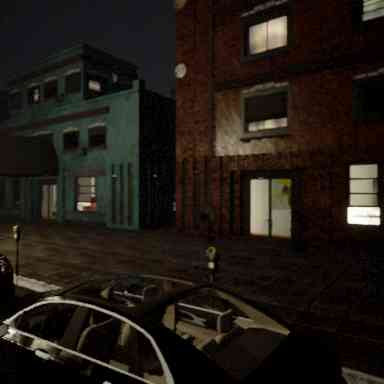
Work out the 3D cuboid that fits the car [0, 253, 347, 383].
[{"bbox_3d":[-0.782,1.552,3.430,4.403,1.369,2.008,0,0,36],"label":"car"}]
